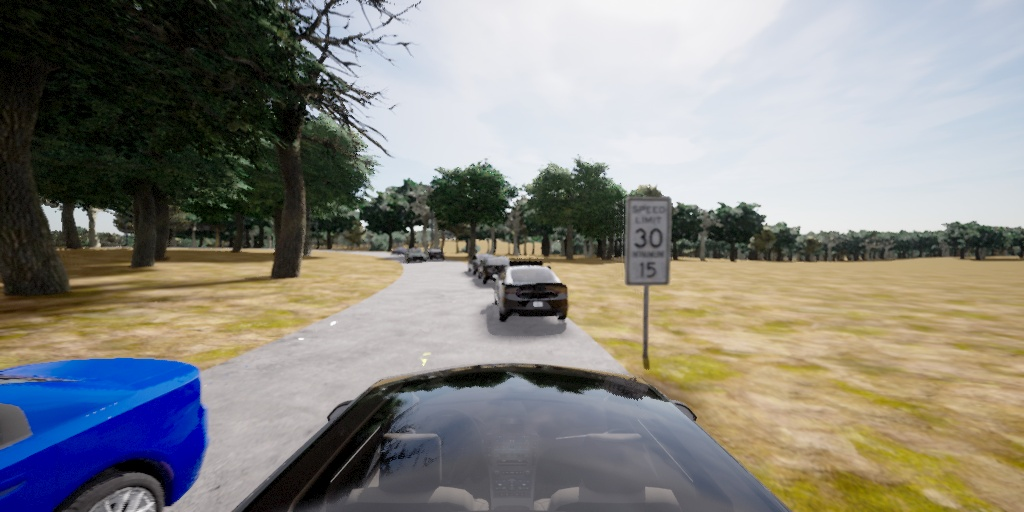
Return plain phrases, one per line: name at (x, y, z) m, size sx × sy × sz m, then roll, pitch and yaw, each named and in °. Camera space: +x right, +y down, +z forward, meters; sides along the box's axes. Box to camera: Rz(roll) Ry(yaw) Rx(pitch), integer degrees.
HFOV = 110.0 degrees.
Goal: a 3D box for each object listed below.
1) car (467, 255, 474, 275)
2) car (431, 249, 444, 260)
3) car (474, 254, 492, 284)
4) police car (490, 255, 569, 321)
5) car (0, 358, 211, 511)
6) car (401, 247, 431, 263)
car at (-2.282, 0.583, 27.623) m, size 1.837 × 1.490 × 4.892 m, roll -1°, pitch 2°, yaw -14°
car at (-10.319, -0.238, 47.328) m, size 1.882 × 1.535 × 5.008 m, roll -1°, pitch 2°, yaw -25°
car at (-0.982, 0.747, 21.634) m, size 1.882 × 1.535 × 5.008 m, roll -1°, pitch 2°, yaw -11°
police car at (0.429, 0.958, 11.631) m, size 1.930 × 1.638 × 5.238 m, roll 0°, pitch 1°, yaw -5°
car at (-3.206, 1.243, 0.577) m, size 1.882 × 1.535 × 5.008 m, roll 0°, pitch 1°, yaw 0°
car at (-11.158, -0.130, 41.451) m, size 2.097 × 1.767 × 4.553 m, roll -1°, pitch 3°, yaw -22°
